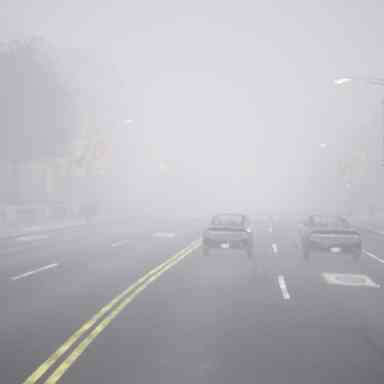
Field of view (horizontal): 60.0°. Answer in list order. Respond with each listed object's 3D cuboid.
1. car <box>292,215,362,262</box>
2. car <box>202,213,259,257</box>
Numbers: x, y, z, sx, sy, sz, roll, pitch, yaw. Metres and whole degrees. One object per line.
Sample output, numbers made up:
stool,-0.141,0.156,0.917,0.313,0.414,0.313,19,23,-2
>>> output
car,5.051,1.628,12.864,2.128,1.511,4.902,0,0,12
car,1.629,1.623,13.601,2.128,1.511,4.902,0,0,12
